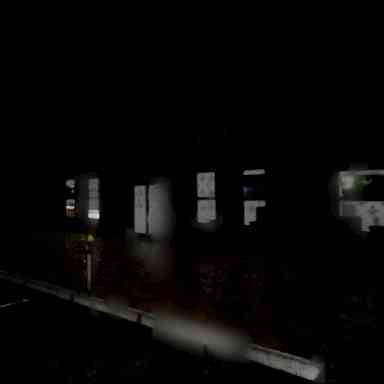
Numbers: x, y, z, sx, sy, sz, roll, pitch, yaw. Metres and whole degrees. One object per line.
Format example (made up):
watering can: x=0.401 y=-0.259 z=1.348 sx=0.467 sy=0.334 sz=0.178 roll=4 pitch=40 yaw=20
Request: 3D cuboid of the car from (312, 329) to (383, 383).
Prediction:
car: x=2.742 y=1.358 z=1.360 sx=4.553 sy=1.767 sz=2.097 roll=0 pitch=-1 yaw=37
